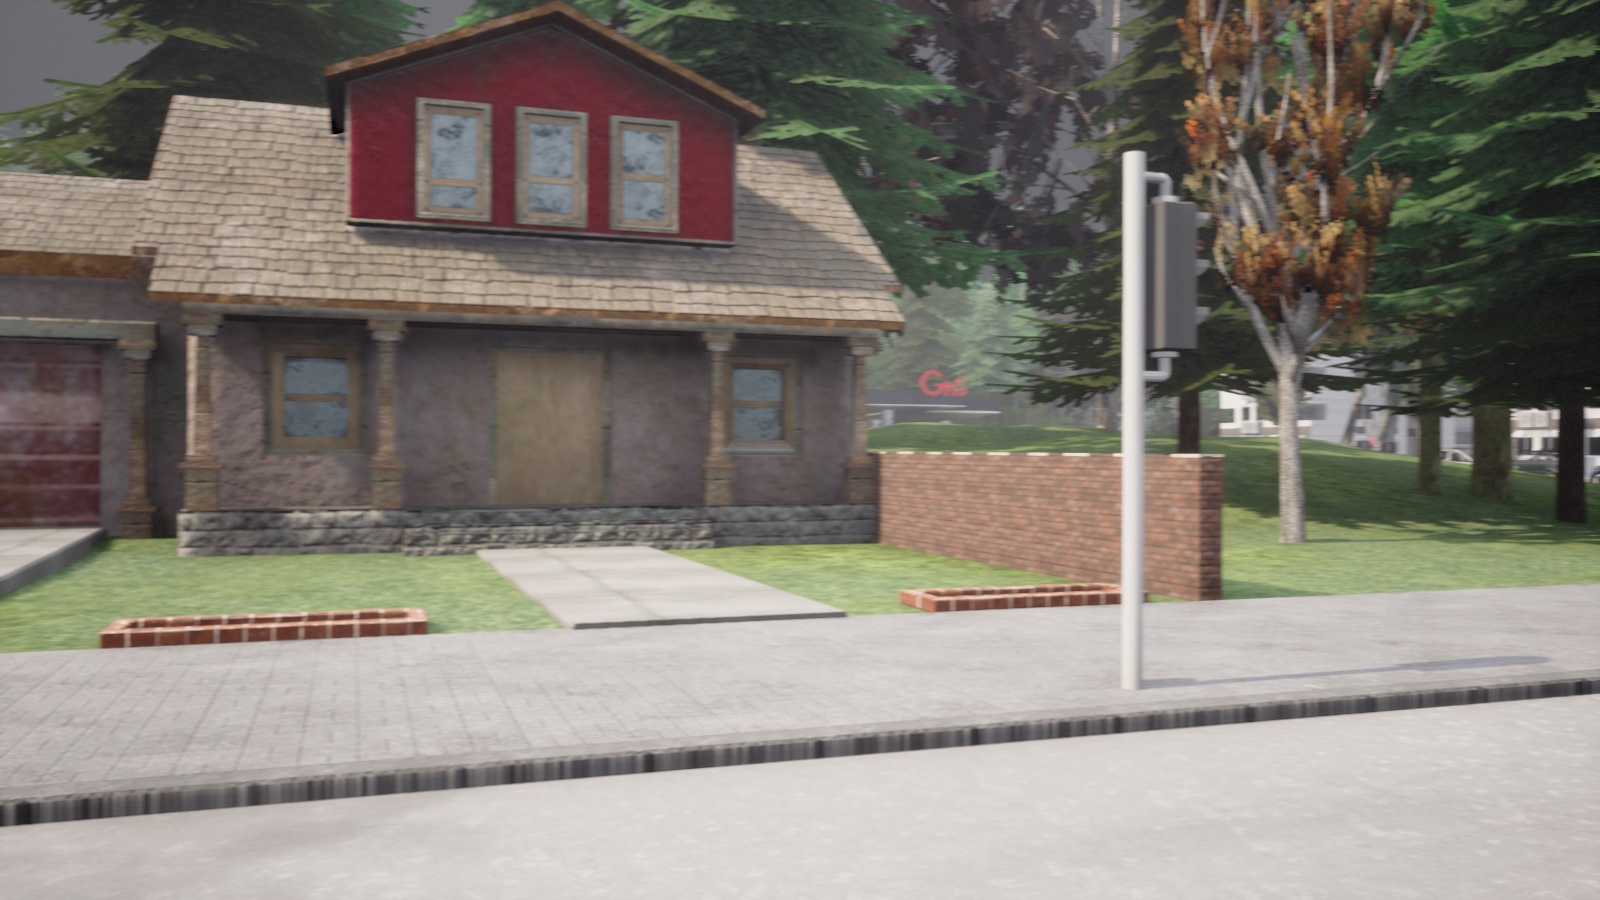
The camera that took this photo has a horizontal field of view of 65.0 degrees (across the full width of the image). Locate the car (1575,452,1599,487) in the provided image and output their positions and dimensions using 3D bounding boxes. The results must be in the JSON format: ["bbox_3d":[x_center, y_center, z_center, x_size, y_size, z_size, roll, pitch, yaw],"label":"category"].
[{"bbox_3d":[33.170,0.766,49.463,1.994,1.385,4.181,0,0,-20],"label":"car"}]

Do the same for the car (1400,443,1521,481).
[{"bbox_3d":[30.248,0.542,57.673,2.242,1.667,4.611,0,0,-20],"label":"car"}]

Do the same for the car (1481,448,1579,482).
[{"bbox_3d":[34.108,0.674,58.759,1.789,1.549,3.705,0,0,-20],"label":"car"}]
